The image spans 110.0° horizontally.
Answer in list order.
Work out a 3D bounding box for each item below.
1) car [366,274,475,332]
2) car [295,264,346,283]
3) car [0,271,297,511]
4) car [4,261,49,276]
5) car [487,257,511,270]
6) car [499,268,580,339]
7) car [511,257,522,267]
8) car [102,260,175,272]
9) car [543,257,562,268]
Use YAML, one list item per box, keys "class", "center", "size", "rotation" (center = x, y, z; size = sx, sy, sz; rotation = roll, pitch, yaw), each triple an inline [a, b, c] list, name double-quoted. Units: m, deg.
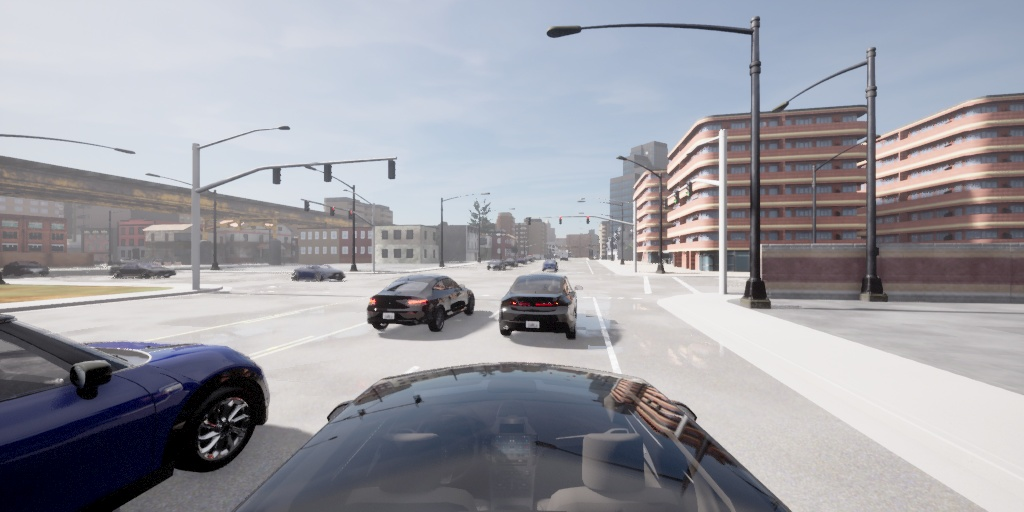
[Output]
- class: "car"
  center: [-2.536, 1.276, 10.873]
  size: [1.812, 1.442, 4.674]
  rotation: [0, 0, 11]
- class: "car"
  center: [-15.236, 1.314, 28.309]
  size: [4.181, 1.385, 1.994]
  rotation: [0, 0, 23]
- class: "car"
  center: [-3.858, 1.102, 2.096]
  size: [2.097, 1.767, 4.553]
  rotation: [0, 0, 6]
- class: "car"
  center: [-47.569, 1.238, 35.101]
  size: [4.902, 1.511, 2.128]
  rotation: [0, 0, 23]
- class: "car"
  center: [-2.028, 1.106, 48.010]
  size: [2.128, 1.511, 4.902]
  rotation: [0, 1, 11]
- class: "car"
  center: [0.909, 1.255, 10.232]
  size: [1.837, 1.490, 4.892]
  rotation: [0, 0, 11]
- class: "car"
  center: [-0.228, 0.957, 57.287]
  size: [1.882, 1.535, 5.008]
  rotation: [0, 1, 11]
- class: "car"
  center: [-32.942, 1.297, 31.951]
  size: [5.357, 1.411, 2.033]
  rotation: [0, 0, 10]
- class: "car"
  center: [4.982, 1.164, 45.993]
  size: [2.033, 1.411, 5.357]
  rotation: [0, 1, 10]
